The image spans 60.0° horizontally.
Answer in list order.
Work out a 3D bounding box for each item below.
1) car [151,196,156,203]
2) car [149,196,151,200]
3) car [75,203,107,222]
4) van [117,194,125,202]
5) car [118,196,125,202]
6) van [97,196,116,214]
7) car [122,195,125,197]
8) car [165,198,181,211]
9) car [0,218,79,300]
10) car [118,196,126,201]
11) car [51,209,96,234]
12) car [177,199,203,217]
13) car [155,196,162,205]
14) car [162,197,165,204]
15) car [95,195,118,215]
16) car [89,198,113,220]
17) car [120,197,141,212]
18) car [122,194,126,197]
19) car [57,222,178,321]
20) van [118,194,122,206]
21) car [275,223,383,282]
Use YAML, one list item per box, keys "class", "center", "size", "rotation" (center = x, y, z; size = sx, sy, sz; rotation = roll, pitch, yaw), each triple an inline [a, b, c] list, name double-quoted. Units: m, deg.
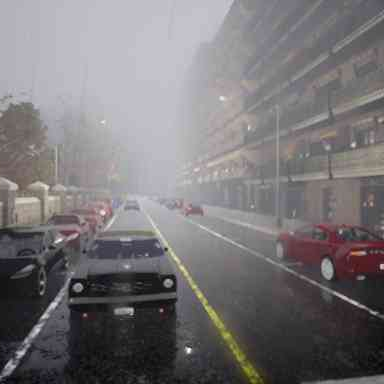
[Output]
- class: "car"
  center: [-6.969, 1.584, 70.717]
  size: [1.967, 1.590, 4.097]
  rotation: [0, 0, -10]
- class: "car"
  center: [-8.990, 1.703, 81.967]
  size: [1.752, 1.417, 4.829]
  rotation: [0, 0, -10]
- class: "car"
  center: [-6.252, 1.558, 19.362]
  size: [1.887, 1.381, 4.507]
  rotation: [0, 0, -10]
- class: "van"
  center: [-17.208, 1.505, 80.317]
  size: [1.690, 1.788, 3.998]
  rotation: [0, 0, -10]
- class: "car"
  center: [-18.205, 1.764, 85.858]
  size: [1.802, 1.307, 4.206]
  rotation: [0, 0, -10]
- class: "van"
  center: [-9.240, 1.390, 35.986]
  size: [1.690, 1.788, 3.998]
  rotation: [0, 0, -10]
- class: "car"
  center: [-13.225, 1.666, 58.152]
  size: [1.947, 1.339, 4.313]
  rotation: [0, 0, -10]
- class: "car"
  center: [-1.989, 1.515, 43.010]
  size: [1.967, 1.590, 4.097]
  rotation: [0, 0, -10]
- class: "car"
  center: [-4.260, 1.568, 8.281]
  size: [1.947, 1.339, 4.313]
  rotation: [0, 0, -10]
- class: "car"
  center: [-19.201, 1.746, 91.400]
  size: [1.887, 1.381, 4.507]
  rotation: [0, 0, -10]
- class: "car"
  center: [-5.257, 1.589, 13.822]
  size: [1.802, 1.307, 4.206]
  rotation: [0, 0, -10]
- class: "car"
  center: [0.004, 1.632, 31.926]
  size: [1.802, 1.307, 4.206]
  rotation: [0, 0, -10]
- class: "car"
  center: [-4.977, 1.680, 59.635]
  size: [1.947, 1.339, 4.313]
  rotation: [0, 0, -10]
- class: "car"
  center: [-2.985, 1.670, 48.551]
  size: [1.802, 1.307, 4.206]
  rotation: [0, 0, -10]
- class: "car"
  center: [-8.245, 1.352, 30.444]
  size: [2.192, 1.841, 5.009]
  rotation: [0, 0, -10]
- class: "car"
  center: [-7.247, 1.464, 24.902]
  size: [1.967, 1.590, 4.097]
  rotation: [0, 0, -10]
- class: "car"
  center: [-7.247, 1.609, 40.108]
  size: [2.033, 1.411, 5.357]
  rotation: [0, 0, -10]
- class: "car"
  center: [-15.216, 1.445, 69.235]
  size: [2.192, 1.841, 5.009]
  rotation: [0, 0, -10]
- class: "car"
  center: [-1.491, 1.607, 7.524]
  size: [1.895, 1.301, 4.718]
  rotation: [0, 0, -10]
- class: "van"
  center: [-11.233, 1.415, 47.069]
  size: [1.690, 1.788, 3.998]
  rotation: [0, 0, -10]
- class: "car"
  center: [3.988, 1.561, 9.763]
  size: [1.887, 1.381, 4.507]
  rotation: [0, 0, -10]
